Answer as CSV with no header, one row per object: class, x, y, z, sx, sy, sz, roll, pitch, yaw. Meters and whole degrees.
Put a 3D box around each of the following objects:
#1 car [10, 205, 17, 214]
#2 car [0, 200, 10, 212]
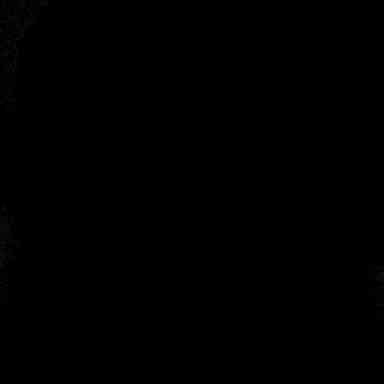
car,-16.203,1.524,33.533,1.802,1.307,4.206,0,-1,36
car,-19.347,1.181,29.145,2.192,1.841,5.009,0,-1,36
